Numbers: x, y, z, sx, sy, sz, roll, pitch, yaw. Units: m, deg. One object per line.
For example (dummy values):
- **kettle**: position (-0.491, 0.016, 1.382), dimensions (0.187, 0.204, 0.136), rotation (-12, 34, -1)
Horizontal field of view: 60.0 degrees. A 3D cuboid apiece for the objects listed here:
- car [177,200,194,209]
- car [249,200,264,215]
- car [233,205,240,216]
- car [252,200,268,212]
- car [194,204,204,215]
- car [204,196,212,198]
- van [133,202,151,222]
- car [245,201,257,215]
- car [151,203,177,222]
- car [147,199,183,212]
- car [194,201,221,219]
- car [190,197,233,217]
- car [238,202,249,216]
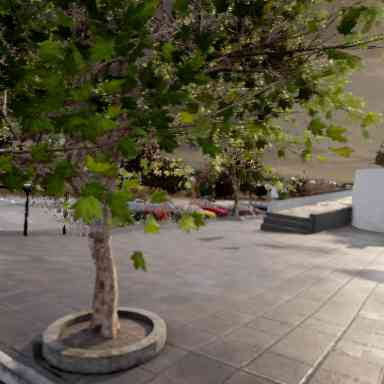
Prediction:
- **car**: position (-3.161, 1.968, 37.312), dimensions (5.566, 2.045, 2.435), rotation (8, 3, 15)
- **car**: position (8.925, 2.693, 54.468), dimensions (4.553, 1.767, 2.185), rotation (8, 3, 15)
- **car**: position (3.766, 2.589, 47.116), dimensions (4.792, 1.488, 2.163), rotation (8, 3, 15)
- **car**: position (12.464, 2.764, 59.348), dimensions (5.566, 2.045, 2.435), rotation (8, 2, 15)
- **car**: position (-1.480, 2.339, 39.782), dimensions (4.674, 1.452, 2.002), rotation (8, 3, 15)
- **car**: position (3.160, 1.587, 70.056), dimensions (1.994, 1.385, 4.181), rotation (8, 3, 35)
- **van**: position (-6.820, 1.800, 32.465), dimensions (4.442, 1.987, 1.878), rotation (8, 3, 16)
- **car**: position (7.252, 2.611, 51.996), dimensions (4.553, 1.767, 2.185), rotation (8, 3, 15)
- **car**: position (-4.972, 1.874, 34.876), dimensions (5.566, 2.045, 2.435), rotation (8, 3, 16)
- **car**: position (-3.658, 1.832, 45.399), dimensions (2.128, 1.511, 4.902), rotation (8, 3, 35)
- **car**: position (0.448, 2.406, 42.175), dimensions (5.366, 1.575, 1.946), rotation (8, 3, 15)
- **car**: position (2.064, 2.225, 44.653), dimensions (5.566, 2.045, 2.435), rotation (8, 3, 15)
- **car**: position (5.479, 2.646, 49.560), dimensions (4.892, 1.521, 2.231), rotation (8, 3, 15)
